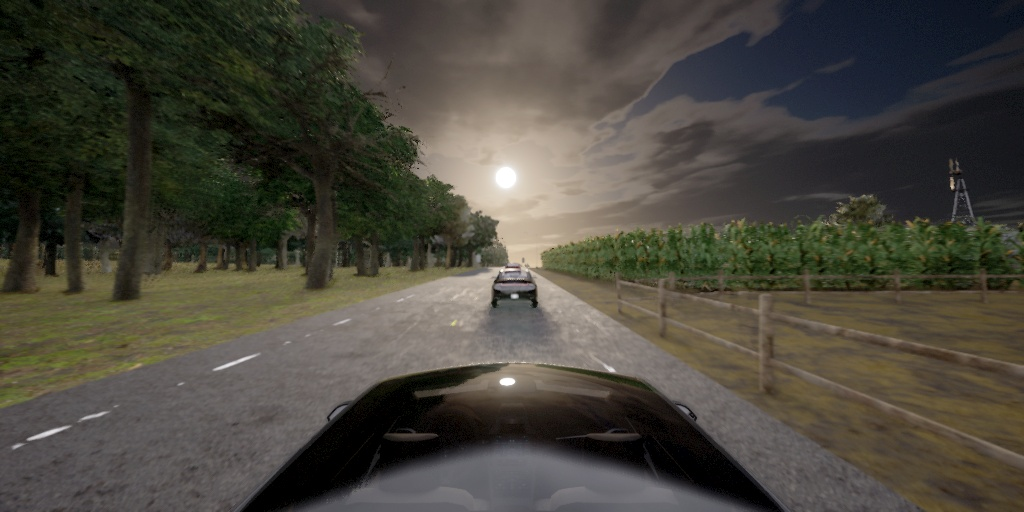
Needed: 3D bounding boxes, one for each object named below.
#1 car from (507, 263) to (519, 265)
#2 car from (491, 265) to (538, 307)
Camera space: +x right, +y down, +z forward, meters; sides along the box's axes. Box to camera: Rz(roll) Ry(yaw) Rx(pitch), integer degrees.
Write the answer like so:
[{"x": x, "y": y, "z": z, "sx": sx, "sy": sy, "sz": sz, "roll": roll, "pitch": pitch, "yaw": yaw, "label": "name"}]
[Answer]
[{"x": 0.104, "y": 1.517, "z": 43.103, "sx": 1.882, "sy": 1.535, "sz": 5.008, "roll": 0, "pitch": 0, "yaw": 0, "label": "car"}, {"x": 0.102, "y": 1.320, "z": 16.023, "sx": 2.128, "sy": 1.511, "sz": 4.902, "roll": 0, "pitch": 0, "yaw": 0, "label": "car"}]
